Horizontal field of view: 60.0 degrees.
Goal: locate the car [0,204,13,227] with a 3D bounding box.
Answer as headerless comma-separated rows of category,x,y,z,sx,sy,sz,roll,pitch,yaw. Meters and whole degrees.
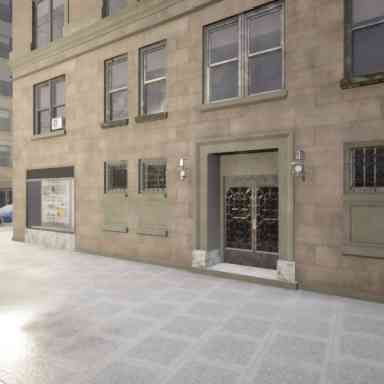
car,-11.905,1.512,23.049,2.033,1.411,5.357,0,0,39
